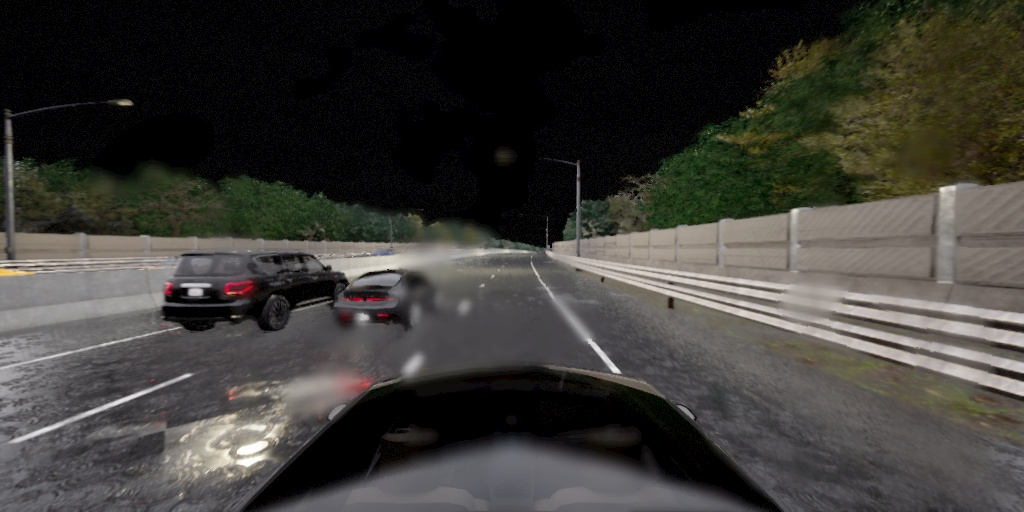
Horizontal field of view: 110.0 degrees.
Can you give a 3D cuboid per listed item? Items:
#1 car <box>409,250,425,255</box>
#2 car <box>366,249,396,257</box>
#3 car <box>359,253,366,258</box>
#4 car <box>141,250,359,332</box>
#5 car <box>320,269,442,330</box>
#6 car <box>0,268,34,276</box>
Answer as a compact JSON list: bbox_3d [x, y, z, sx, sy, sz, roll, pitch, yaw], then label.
[{"bbox_3d":[-16.074,-0.135,60.501,2.097,1.767,4.553,0,1,3],"label":"car"},{"bbox_3d":[-19.836,-0.132,55.300,2.150,2.045,5.566,0,1,3],"label":"car"},{"bbox_3d":[-23.262,0.209,56.864,1.895,1.301,4.718,0,1,3],"label":"car"},{"bbox_3d":[-6.861,0.838,10.480,2.150,2.045,5.566,0,1,0],"label":"car"},{"bbox_3d":[-3.356,1.125,10.555,1.837,1.490,4.892,0,1,0],"label":"car"},{"bbox_3d":[-21.034,1.036,12.956,1.882,1.535,5.008,0,1,1],"label":"car"}]
